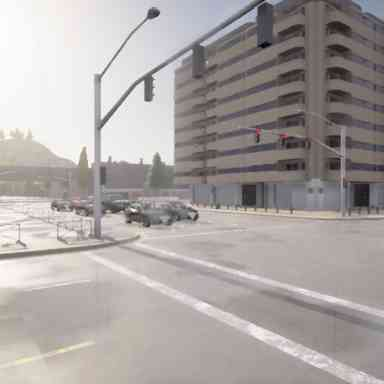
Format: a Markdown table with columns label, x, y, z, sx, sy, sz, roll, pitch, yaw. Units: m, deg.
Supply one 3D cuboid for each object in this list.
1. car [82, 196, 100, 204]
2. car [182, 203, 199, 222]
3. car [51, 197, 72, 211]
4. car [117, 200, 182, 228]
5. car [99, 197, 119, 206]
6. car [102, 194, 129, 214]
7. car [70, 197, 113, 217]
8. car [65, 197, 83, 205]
| label | x | y | z | sx | sy | sz | roll | pitch | yaw |
| --- | --- | --- | --- | --- | --- | --- | --- | --- | --- |
| car | -19.679 | 1.532 | 64.794 | 1.882 | 1.535 | 5.008 | 0 | 0 | -35 |
| car | -1.353 | 1.546 | 26.475 | 2.128 | 1.511 | 4.902 | 0 | 0 | -35 |
| car | -16.186 | 1.547 | 41.370 | 2.128 | 1.511 | 4.902 | 0 | 0 | -35 |
| car | -3.040 | 1.547 | 22.730 | 2.128 | 1.511 | 4.902 | 0 | 0 | -34 |
| car | -14.280 | 1.580 | 57.170 | 1.812 | 1.442 | 4.674 | 0 | 0 | -35 |
| car | -8.288 | 1.279 | 36.261 | 2.150 | 2.045 | 5.566 | 0 | 0 | -35 |
| car | -9.892 | 1.547 | 32.470 | 2.128 | 1.511 | 4.902 | 0 | 0 | -35 |
| car | -22.087 | 1.618 | 62.139 | 1.994 | 1.385 | 4.181 | 0 | 0 | -35 |
